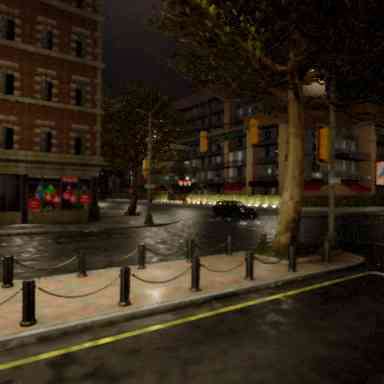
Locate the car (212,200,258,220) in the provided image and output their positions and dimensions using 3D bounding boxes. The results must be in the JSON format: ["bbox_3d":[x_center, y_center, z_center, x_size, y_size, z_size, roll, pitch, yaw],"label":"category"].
[{"bbox_3d":[3.847,1.565,30.495,2.097,1.767,4.553,1,0,-36],"label":"car"}]
